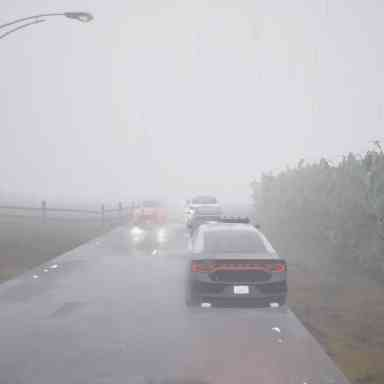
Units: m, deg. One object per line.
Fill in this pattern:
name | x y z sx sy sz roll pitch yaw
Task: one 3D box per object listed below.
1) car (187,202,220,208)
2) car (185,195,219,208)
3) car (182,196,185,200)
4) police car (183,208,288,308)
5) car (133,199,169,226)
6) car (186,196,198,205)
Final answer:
car | 0.811 1.489 18.010 1.837 1.490 4.892 0 0 0
car | 0.805 1.196 24.039 2.150 2.045 5.566 0 0 0
car | 0.007 1.418 46.365 1.882 1.535 5.008 0 0 1
police car | 0.818 1.420 8.120 1.930 1.638 5.238 0 0 0
car | -2.768 1.327 23.293 2.097 1.767 4.553 0 0 0
car | -0.043 1.450 59.811 2.128 1.511 4.902 0 0 0
